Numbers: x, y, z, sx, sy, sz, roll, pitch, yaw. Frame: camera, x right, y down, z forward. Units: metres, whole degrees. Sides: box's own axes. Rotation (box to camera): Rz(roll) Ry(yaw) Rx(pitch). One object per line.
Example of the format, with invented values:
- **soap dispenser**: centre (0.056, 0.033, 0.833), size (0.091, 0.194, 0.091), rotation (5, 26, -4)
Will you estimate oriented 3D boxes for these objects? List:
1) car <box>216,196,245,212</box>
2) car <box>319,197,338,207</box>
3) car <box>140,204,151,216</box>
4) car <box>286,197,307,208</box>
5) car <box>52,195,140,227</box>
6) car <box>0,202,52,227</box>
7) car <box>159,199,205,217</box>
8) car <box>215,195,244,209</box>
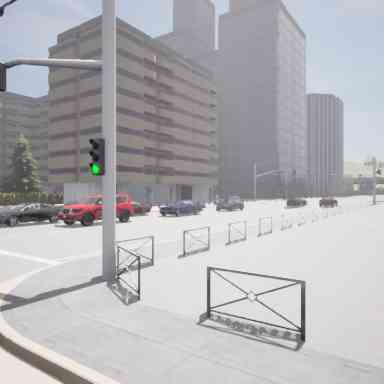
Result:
- **car**: centre (4.650, 1.526, 39.814), size (1.812, 1.442, 4.674), rotation (0, 0, 35)
- **car**: centre (20.846, 1.478, 50.674), size (1.882, 1.535, 5.008), rotation (0, 0, 35)
- **car**: centre (-5.984, 1.601, 30.582), size (1.895, 1.301, 4.718), rotation (0, 0, 35)
- **car**: centre (15.491, 1.477, 49.039), size (1.882, 1.535, 5.008), rotation (0, 0, 35)
- **car**: centre (-6.582, 1.221, 23.549), size (2.150, 2.045, 5.566), rotation (0, 0, 35)
- **car**: centre (-11.244, 1.492, 22.951), size (2.128, 1.511, 4.902), rotation (0, 0, 35)
- **car**: centre (-1.036, 1.601, 31.593), size (1.895, 1.301, 4.718), rotation (0, 0, 35)
- **car**: centre (5.356, 1.352, 46.961), size (2.097, 1.767, 4.553), rotation (0, 0, 35)
